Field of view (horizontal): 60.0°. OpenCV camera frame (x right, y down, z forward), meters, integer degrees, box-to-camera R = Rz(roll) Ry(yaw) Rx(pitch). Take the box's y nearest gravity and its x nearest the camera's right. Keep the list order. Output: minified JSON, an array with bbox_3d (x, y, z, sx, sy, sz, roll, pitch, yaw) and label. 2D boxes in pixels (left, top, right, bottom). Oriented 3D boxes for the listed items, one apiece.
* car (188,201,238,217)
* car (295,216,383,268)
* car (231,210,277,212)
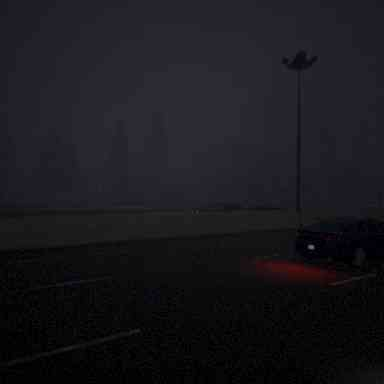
[{"bbox_3d":[2.192,1.686,34.223,4.892,1.490,1.837,1,0,-29],"label":"car"},{"bbox_3d":[5.834,1.597,11.739,5.008,1.535,1.882,1,0,-32],"label":"car"},{"bbox_3d":[5.660,1.741,28.186,5.357,1.411,2.033,1,0,-30],"label":"car"}]
